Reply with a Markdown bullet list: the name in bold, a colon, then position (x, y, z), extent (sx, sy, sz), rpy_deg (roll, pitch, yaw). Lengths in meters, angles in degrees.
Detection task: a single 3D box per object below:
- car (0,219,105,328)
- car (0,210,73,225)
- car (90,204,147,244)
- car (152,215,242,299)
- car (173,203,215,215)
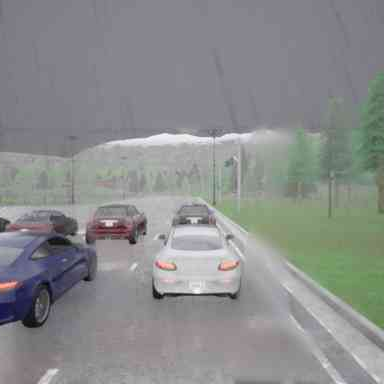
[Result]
- **car**: position (-3.393, 1.523, 6.848), extent (1.812, 1.442, 4.674), rpy_deg (0, 0, 0)
- **car**: position (-6.897, 1.558, 15.705), extent (1.994, 1.385, 4.181), rpy_deg (0, 0, 0)
- **car**: position (-3.398, 1.346, 15.767), extent (2.097, 1.767, 4.553), rpy_deg (0, 0, 0)
- **car**: position (0.102, 1.522, 8.301), extent (1.812, 1.442, 4.674), rpy_deg (0, 0, 0)
- **car**: position (0.105, 1.345, 17.192), extent (2.097, 1.767, 4.553), rpy_deg (0, 0, 0)
